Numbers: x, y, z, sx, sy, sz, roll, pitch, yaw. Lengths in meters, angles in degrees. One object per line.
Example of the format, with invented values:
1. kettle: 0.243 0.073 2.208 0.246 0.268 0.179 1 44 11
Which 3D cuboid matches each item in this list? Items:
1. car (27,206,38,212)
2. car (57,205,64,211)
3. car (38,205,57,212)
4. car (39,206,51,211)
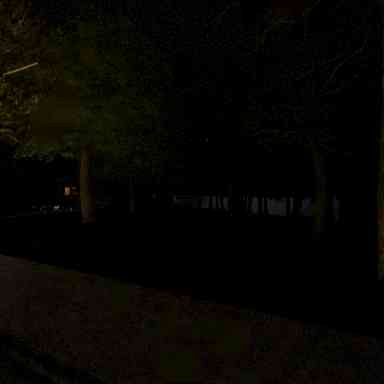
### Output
1. car: -36.705 3.910 77.083 1.837 1.490 4.892 0 -2 -9
2. car: -35.149 4.236 87.523 2.128 1.511 4.902 0 -2 -9
3. car: -33.436 3.884 77.240 1.837 1.490 4.892 0 -2 -9
4. car: -38.355 4.273 86.988 1.994 1.385 4.181 0 -2 -9
